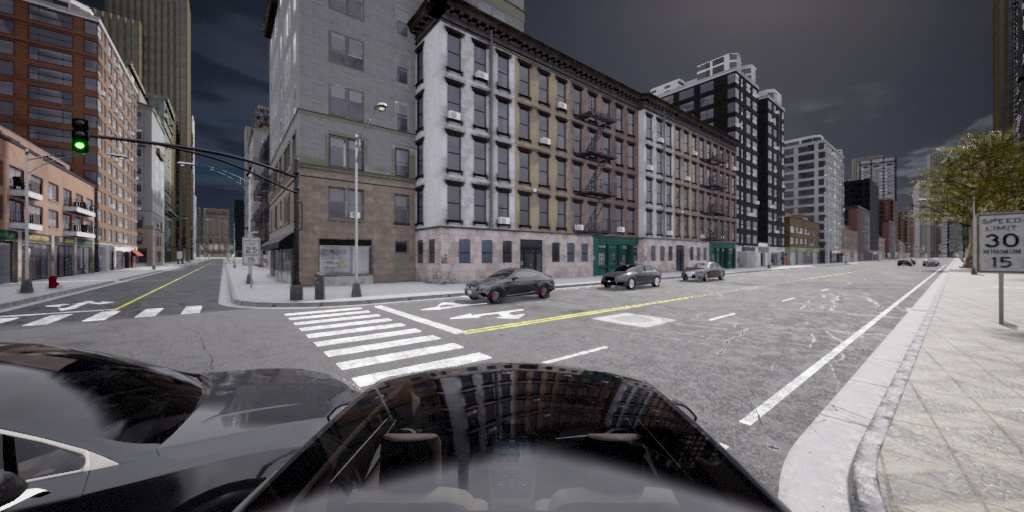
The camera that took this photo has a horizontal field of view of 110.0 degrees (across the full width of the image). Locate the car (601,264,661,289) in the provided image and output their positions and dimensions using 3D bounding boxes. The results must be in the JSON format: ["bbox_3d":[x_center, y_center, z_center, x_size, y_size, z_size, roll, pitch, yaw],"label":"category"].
[{"bbox_3d":[7.706,1.256,22.982,4.892,1.490,1.837,0,0,-39],"label":"car"}]

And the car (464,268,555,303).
[{"bbox_3d":[0.000,1.286,16.775,4.674,1.442,1.812,0,0,-39],"label":"car"}]

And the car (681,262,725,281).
[{"bbox_3d":[15.731,1.233,29.434,4.902,1.511,2.128,0,0,-39],"label":"car"}]

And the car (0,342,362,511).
[{"bbox_3d":[-3.218,1.257,1.811,4.892,1.490,1.837,0,0,-34],"label":"car"}]
